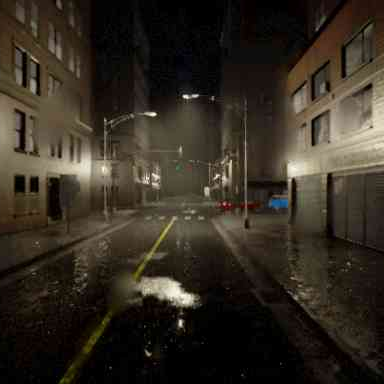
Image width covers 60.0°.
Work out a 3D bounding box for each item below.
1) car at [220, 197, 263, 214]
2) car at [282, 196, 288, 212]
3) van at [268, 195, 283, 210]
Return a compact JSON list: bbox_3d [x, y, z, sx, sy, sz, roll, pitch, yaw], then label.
[{"bbox_3d":[5.267,1.335,35.212,4.553,1.767,2.097,0,1,-27],"label":"car"},{"bbox_3d":[11.599,1.420,33.351,4.097,1.590,1.967,0,0,1],"label":"car"},{"bbox_3d":[11.669,1.329,41.877,3.998,1.788,1.690,0,0,1],"label":"van"}]
